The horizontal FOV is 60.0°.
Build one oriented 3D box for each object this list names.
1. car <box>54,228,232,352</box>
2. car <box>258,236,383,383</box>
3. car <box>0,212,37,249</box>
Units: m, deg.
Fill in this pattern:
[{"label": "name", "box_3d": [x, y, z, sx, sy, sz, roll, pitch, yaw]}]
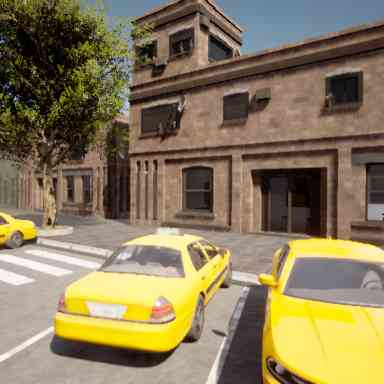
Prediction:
[{"label": "car", "box_3d": [-0.372, 1.472, 6.581, 1.946, 1.575, 5.366, 1, 0, 16]}, {"label": "car", "box_3d": [2.036, 1.482, 4.674, 2.097, 1.535, 5.008, 1, 0, 15]}, {"label": "car", "box_3d": [-7.805, 1.357, 11.463, 1.946, 1.575, 5.366, 1, 0, 16]}]
